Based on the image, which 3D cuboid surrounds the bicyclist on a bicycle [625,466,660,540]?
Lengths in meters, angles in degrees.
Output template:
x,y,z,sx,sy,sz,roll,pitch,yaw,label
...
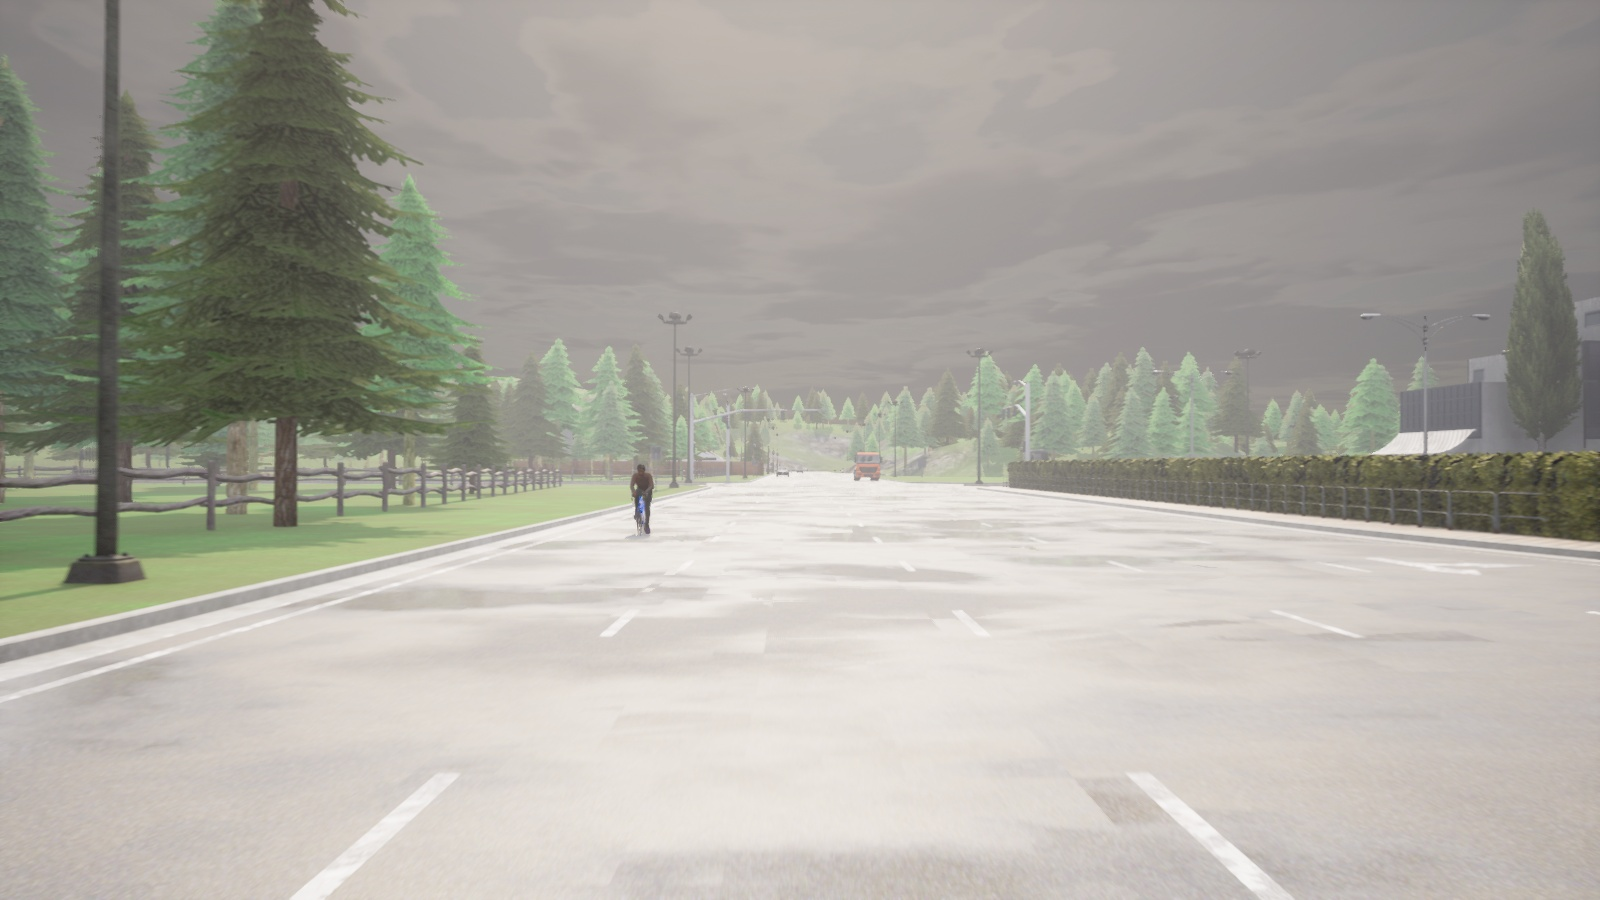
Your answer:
x,y,z,sx,sy,sz,roll,pitch,yaw,label
-3.566,1.176,28.474,0.582,1.620,1.656,0,0,0,bicyclist on a bicycle
